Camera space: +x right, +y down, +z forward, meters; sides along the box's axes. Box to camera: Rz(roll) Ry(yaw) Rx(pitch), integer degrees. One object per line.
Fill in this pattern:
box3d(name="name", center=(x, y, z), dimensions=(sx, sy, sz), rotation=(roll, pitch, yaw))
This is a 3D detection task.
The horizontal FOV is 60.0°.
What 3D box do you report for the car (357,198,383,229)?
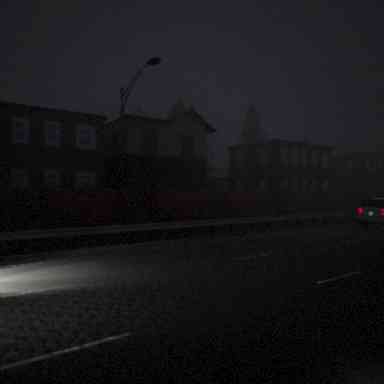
box3d(name="car", center=(13.211, 1.378, 22.099), dimensions=(5.566, 2.045, 2.150), rotation=(0, 0, -36))
